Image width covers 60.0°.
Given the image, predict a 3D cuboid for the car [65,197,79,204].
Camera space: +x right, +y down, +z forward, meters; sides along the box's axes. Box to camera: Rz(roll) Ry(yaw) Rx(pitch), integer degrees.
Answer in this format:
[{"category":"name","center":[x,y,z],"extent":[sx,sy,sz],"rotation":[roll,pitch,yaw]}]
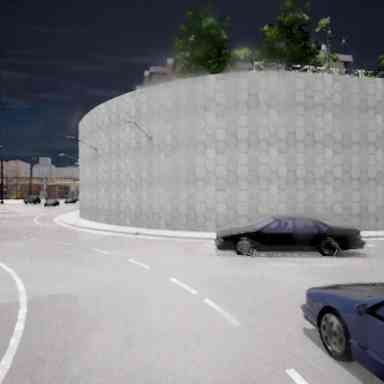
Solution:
[{"category":"car","center":[-28.935,2.144,79.310],"extent":[1.994,1.385,4.181],"rotation":[0,0,-9]}]

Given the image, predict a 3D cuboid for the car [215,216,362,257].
[{"category":"car","center":[3.572,1.624,12.653],"extent":[5.357,1.411,2.033],"rotation":[0,0,2]}]

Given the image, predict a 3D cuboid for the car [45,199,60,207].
[{"category":"car","center":[-26.199,2.038,62.508],"extent":[1.994,1.385,4.181],"rotation":[0,0,-9]}]

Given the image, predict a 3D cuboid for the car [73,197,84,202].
[{"category":"car","center":[-30.580,1.996,89.730],"extent":[1.837,1.490,4.892],"rotation":[0,0,-9]}]

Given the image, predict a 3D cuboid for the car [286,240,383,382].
[{"category":"car","center":[3.063,1.560,3.037],"extent":[2.033,1.411,5.357],"rotation":[0,0,-10]}]

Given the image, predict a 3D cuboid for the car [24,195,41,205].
[{"category":"car","center":[-35.056,1.790,73.192],"extent":[2.150,2.045,5.566],"rotation":[0,0,-9]}]
